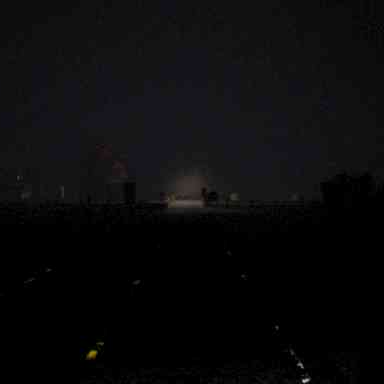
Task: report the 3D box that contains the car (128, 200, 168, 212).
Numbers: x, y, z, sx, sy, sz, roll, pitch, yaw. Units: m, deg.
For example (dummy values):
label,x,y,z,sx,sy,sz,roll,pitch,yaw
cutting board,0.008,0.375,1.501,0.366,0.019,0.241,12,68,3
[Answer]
label,x,y,z,sx,sy,sz,roll,pitch,yaw
car,-5.239,1.638,40.025,4.718,1.301,1.895,0,1,-1

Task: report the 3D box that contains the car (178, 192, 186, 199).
label,x,y,z,sx,sy,sz,roll,pitch,yaw
car,-2.752,0.998,92.113,2.150,2.045,5.566,0,0,0
